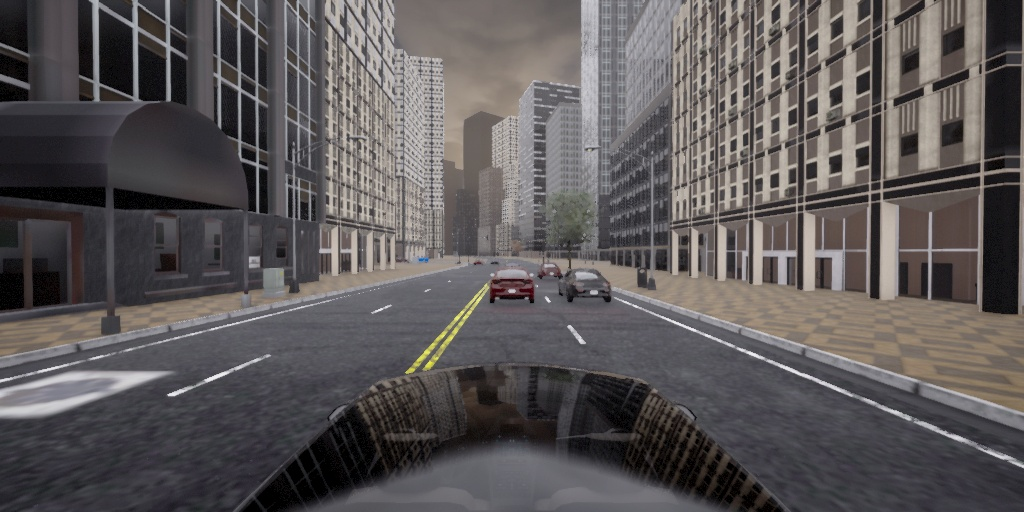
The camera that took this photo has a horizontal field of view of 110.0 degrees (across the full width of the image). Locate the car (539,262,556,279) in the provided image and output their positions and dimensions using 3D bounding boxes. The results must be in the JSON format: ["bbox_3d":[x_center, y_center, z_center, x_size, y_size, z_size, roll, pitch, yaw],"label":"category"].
[{"bbox_3d":[3.250,1.266,31.502,1.812,1.442,4.674,0,0,0],"label":"car"}]

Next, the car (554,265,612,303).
[{"bbox_3d":[3.250,1.276,16.502,1.812,1.442,4.674,0,0,0],"label":"car"}]

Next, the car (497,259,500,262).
[{"bbox_3d":[0.000,1.228,31.502,2.128,1.511,4.902,0,0,0],"label":"car"}]

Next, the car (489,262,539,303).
[{"bbox_3d":[0.000,1.227,16.502,1.882,1.535,5.008,0,0,0],"label":"car"}]
